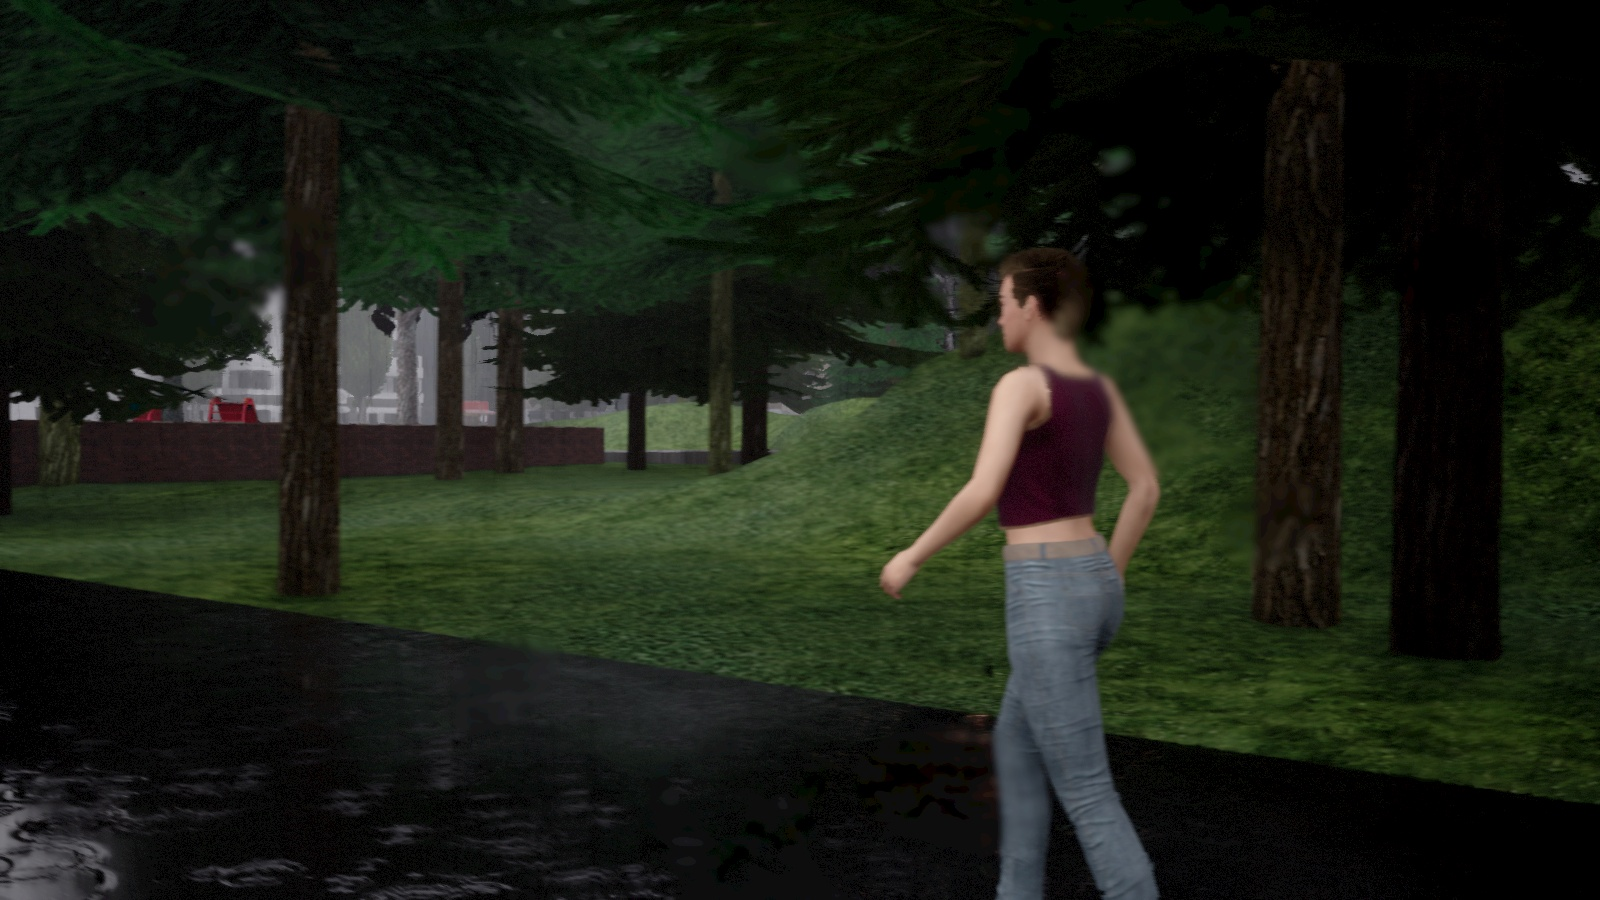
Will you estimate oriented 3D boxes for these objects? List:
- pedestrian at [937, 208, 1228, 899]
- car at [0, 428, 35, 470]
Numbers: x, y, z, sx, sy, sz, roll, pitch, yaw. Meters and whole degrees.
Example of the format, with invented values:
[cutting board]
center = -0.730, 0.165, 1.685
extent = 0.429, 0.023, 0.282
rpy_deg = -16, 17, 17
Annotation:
[pedestrian]
center = 0.683, 0.389, 3.059
extent = 0.594, 1.836, 0.345
rpy_deg = 0, 1, 41
[car]
center = -35.161, -0.042, 52.882
extent = 2.097, 1.767, 4.553
rpy_deg = 0, 1, 34
